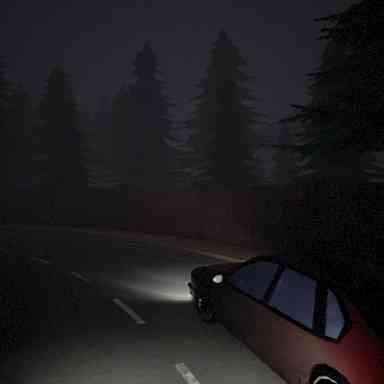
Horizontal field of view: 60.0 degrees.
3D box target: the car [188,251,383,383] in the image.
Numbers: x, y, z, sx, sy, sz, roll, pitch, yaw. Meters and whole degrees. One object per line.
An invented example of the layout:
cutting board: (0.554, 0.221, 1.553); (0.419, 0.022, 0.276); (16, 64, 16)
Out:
car: (1.616, 1.547, 4.463); (2.033, 1.411, 5.357); (0, 0, -20)
